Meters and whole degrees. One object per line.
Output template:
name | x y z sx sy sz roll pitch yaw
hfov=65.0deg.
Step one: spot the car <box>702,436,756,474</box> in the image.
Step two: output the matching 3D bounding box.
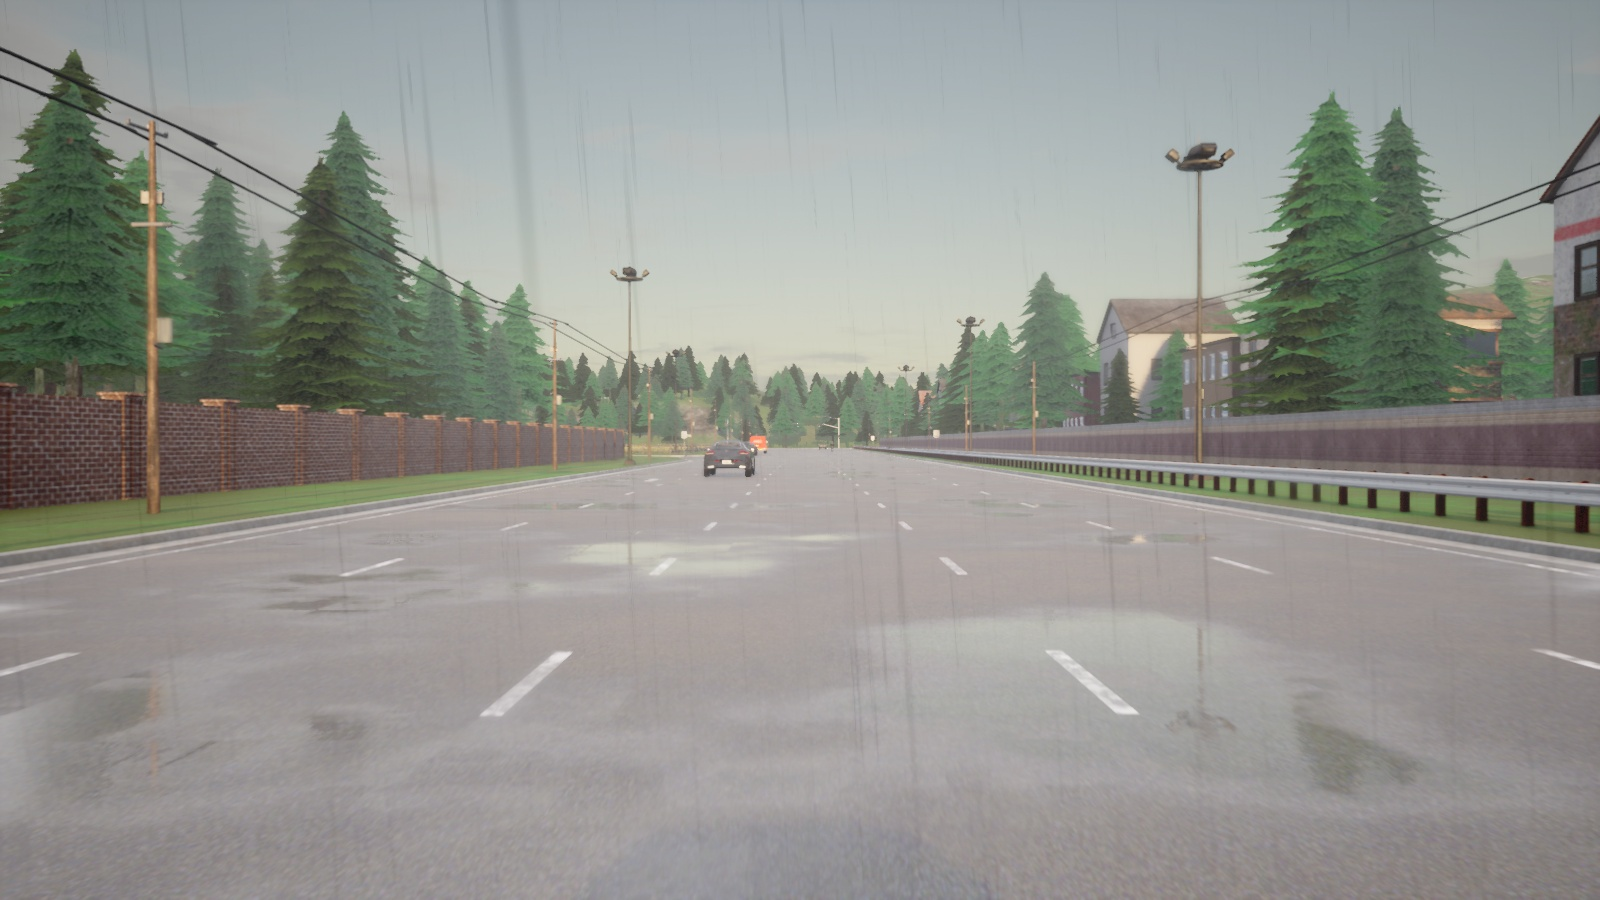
car | -3.159 0.202 56.911 2.152 1.651 5.027 0 0 0
